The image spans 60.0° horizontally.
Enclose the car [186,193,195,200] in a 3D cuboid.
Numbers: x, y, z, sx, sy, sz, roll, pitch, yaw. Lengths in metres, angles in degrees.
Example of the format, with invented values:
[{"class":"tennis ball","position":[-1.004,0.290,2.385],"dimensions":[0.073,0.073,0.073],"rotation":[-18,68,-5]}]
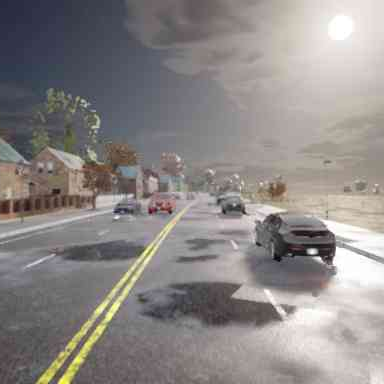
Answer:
[{"class":"car","position":[-0.280,1.055,72.805],"dimensions":[2.128,1.511,4.902],"rotation":[0,0,5]}]

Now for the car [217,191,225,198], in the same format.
[{"class":"car","position":[8.101,0.663,92.890],"dimensions":[2.150,2.045,5.566],"rotation":[0,0,6]}]

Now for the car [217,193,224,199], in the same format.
[{"class":"car","position":[7.034,0.982,81.970],"dimensions":[1.882,1.535,5.008],"rotation":[0,0,5]}]

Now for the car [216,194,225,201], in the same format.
[{"class":"car","position":[6.104,1.169,71.096],"dimensions":[1.895,1.301,4.718],"rotation":[0,0,5]}]

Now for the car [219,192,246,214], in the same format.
[{"class":"car","position":[3.954,1.160,32.134],"dimensions":[2.097,1.767,4.553],"rotation":[0,1,4]}]

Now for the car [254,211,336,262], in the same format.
[{"class":"car","position":[3.451,1.433,11.863],"dimensions":[1.837,1.490,4.892],"rotation":[0,0,1]}]

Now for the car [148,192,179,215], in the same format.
[{"class":"car","position":[-2.756,1.029,31.610],"dimensions":[2.150,2.045,5.566],"rotation":[0,0,2]}]

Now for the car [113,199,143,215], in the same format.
[{"class":"car","position":[-6.006,1.354,31.818],"dimensions":[2.033,1.411,5.357],"rotation":[0,0,2]}]

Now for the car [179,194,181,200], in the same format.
[{"class":"car","position":[-3.518,1.009,73.077],"dimensions":[1.882,1.535,5.008],"rotation":[0,0,5]}]

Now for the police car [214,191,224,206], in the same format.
[{"class":"police car","position":[4.636,1.125,49.337],"dimensions":[1.930,1.638,5.238],"rotation":[0,0,3]}]
